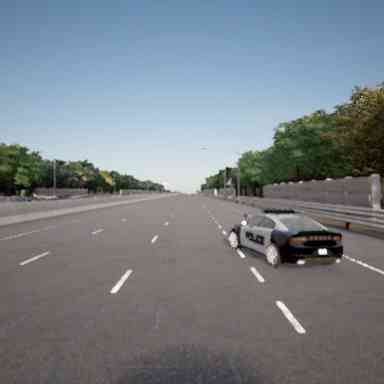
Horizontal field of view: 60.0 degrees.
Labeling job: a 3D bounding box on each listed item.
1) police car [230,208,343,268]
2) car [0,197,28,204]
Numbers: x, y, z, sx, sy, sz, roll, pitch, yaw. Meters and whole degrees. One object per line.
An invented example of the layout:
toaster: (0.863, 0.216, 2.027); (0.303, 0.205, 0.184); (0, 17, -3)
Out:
police car: (2.878, 1.391, 11.503); (1.930, 1.638, 5.238); (1, 0, -15)
car: (-17.562, 1.257, 32.171); (2.097, 1.767, 4.553); (0, 0, 0)
